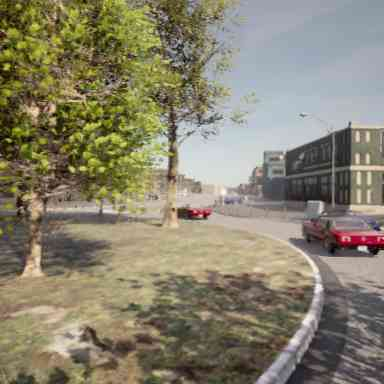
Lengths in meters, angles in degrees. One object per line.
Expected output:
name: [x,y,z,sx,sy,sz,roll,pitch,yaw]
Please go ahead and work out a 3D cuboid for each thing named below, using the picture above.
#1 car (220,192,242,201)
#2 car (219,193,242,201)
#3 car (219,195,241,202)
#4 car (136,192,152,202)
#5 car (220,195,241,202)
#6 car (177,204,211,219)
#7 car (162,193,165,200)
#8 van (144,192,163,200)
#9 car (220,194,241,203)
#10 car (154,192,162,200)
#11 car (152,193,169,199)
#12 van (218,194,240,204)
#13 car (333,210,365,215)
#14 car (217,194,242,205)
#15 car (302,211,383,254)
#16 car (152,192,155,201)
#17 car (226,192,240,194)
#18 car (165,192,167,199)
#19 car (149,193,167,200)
car: [10.343,1.186,88.182,5.566,2.045,2.435,0,1,8]
car: [9.652,1.232,82.540,5.566,2.045,2.435,0,1,8]
car: [8.901,1.528,77.161,5.008,1.535,2.097,0,1,8]
car: [-11.912,1.291,73.282,4.553,1.767,2.185,0,0,8]
car: [9.262,1.507,79.791,4.892,1.521,2.231,0,1,8]
car: [-0.076,1.717,30.093,1.895,1.301,4.718,0,0,-23]
car: [-10.317,1.333,84.201,5.366,1.575,1.946,0,1,8]
van: [-10.023,1.089,86.941,4.442,1.987,1.878,0,1,8]
car: [8.556,1.427,74.277,4.553,1.767,2.185,0,1,8]
car: [-10.887,1.105,81.493,5.566,2.045,2.435,0,0,8]
car: [-9.088,1.128,95.162,4.553,1.767,2.185,0,0,8]
van: [7.695,1.366,68.907,4.442,1.987,1.878,0,0,8]
car: [8.641,1.699,19.093,1.994,1.385,4.181,0,0,-12]
car: [6.683,1.650,60.626,4.792,1.488,2.163,0,0,8]
car: [6.138,1.702,13.978,1.895,1.301,4.718,0,0,3]
car: [-11.588,1.400,76.026,4.892,1.521,2.231,0,0,8]
car: [7.459,1.481,66.005,4.553,1.767,2.185,0,0,8]
car: [-9.785,1.293,89.693,5.008,1.535,2.097,0,0,8]
car: [-9.449,1.147,92.429,4.553,1.767,2.185,0,0,8]
